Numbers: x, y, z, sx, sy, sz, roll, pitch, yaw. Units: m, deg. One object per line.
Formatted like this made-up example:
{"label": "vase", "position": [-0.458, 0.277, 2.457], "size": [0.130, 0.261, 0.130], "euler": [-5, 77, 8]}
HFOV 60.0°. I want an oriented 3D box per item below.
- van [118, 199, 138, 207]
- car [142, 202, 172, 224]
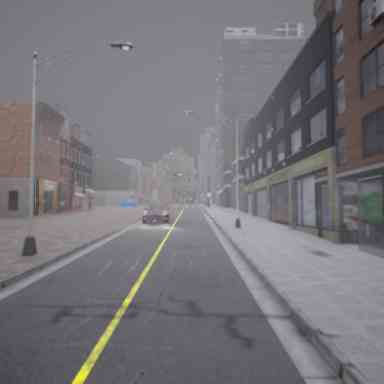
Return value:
{"label": "van", "position": [-12.955, 2.334, 67.645], "size": [3.998, 1.788, 1.690], "euler": [0, -3, 0]}
{"label": "car", "position": [-2.857, 1.636, 27.713], "size": [2.097, 1.767, 4.553], "euler": [0, -1, 0]}
